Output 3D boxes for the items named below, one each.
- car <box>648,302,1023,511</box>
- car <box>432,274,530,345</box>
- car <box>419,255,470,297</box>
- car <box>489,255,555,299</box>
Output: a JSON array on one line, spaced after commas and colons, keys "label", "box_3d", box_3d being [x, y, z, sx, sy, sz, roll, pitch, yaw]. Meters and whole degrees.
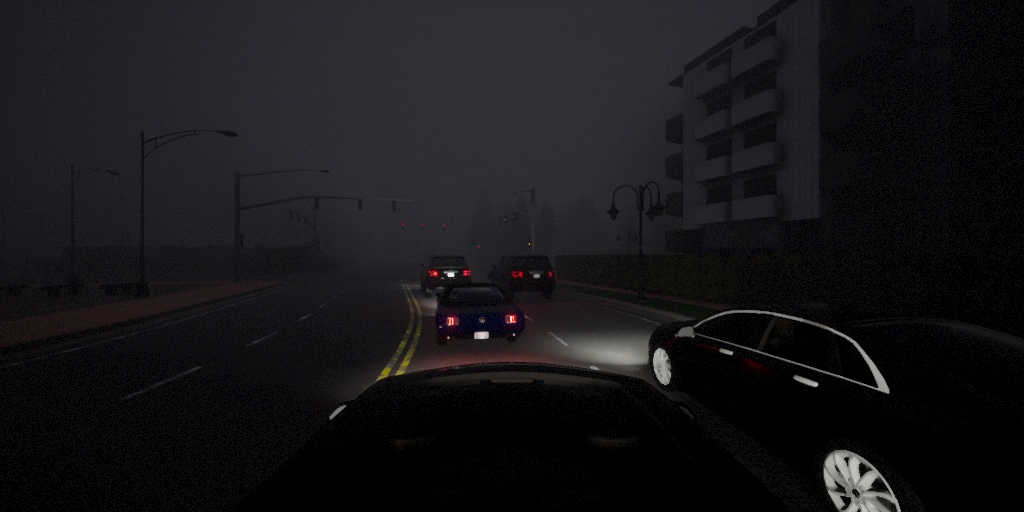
[{"label": "car", "box_3d": [3.204, 1.253, 3.904, 1.837, 1.490, 4.892, 0, -1, -3]}, {"label": "car", "box_3d": [-1.078, 1.351, 9.579, 1.895, 1.301, 4.718, 0, 0, -12]}, {"label": "car", "box_3d": [-3.613, 0.971, 19.013, 2.150, 2.045, 5.566, 0, 0, -18]}, {"label": "car", "box_3d": [0.312, 0.969, 18.006, 2.150, 2.045, 5.566, 0, 0, -16]}]
